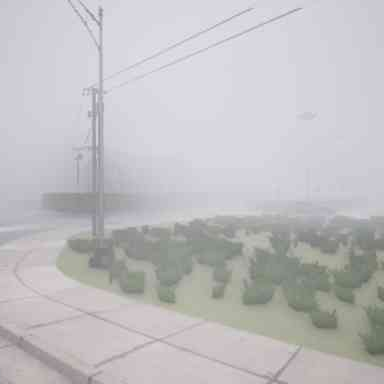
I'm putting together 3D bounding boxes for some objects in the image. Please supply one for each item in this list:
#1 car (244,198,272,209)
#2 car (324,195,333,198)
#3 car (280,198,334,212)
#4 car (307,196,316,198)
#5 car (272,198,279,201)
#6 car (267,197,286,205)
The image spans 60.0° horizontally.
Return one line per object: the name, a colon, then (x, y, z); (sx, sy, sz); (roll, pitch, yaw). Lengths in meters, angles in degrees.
car: (9.092, 1.592, 47.400); (2.128, 1.511, 4.902); (0, 0, 36)
car: (33.931, 1.530, 82.144); (1.812, 1.442, 4.674); (0, 0, 36)
car: (10.903, 1.552, 31.268); (4.892, 1.490, 1.837); (0, 1, 26)
car: (25.482, 1.586, 70.325); (2.033, 1.411, 5.357); (0, 0, 36)
car: (14.061, 1.666, 54.348); (1.994, 1.385, 4.181); (0, 0, 36)
car: (16.081, 1.727, 63.193); (1.895, 1.301, 4.718); (0, 0, 36)
